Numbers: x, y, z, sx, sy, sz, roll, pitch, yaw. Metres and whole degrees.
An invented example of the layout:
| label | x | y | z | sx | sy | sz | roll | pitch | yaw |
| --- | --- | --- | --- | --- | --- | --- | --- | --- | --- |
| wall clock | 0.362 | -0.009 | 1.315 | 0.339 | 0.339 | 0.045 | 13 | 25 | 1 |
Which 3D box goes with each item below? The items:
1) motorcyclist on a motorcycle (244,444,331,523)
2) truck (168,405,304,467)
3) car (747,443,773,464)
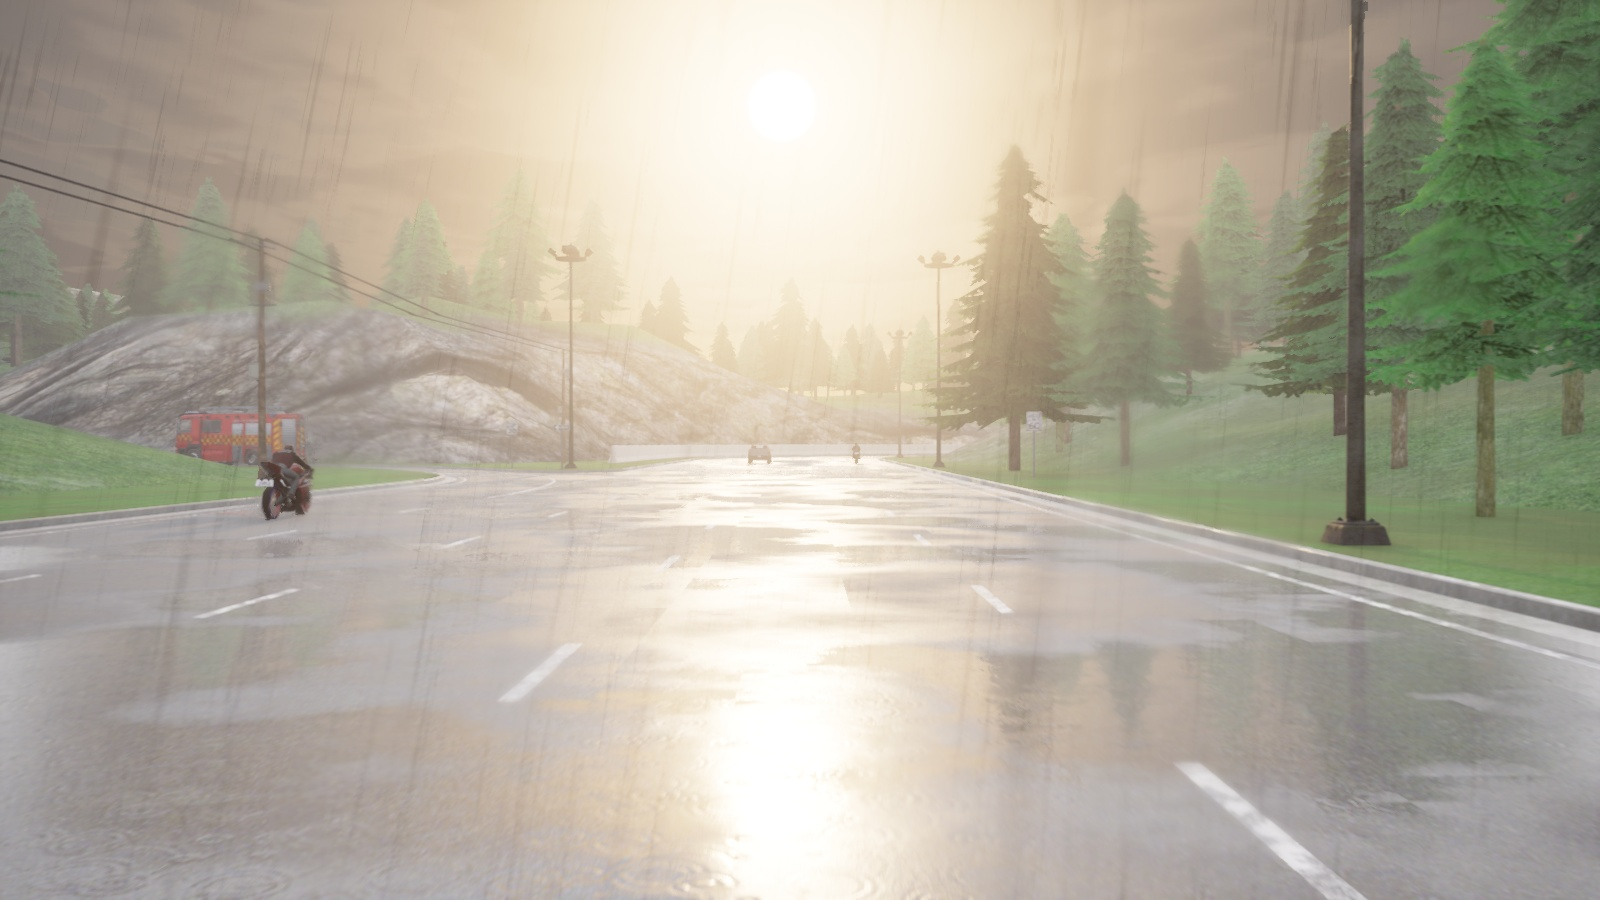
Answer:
| label | x | y | z | sx | sy | sz | roll | pitch | yaw |
| --- | --- | --- | --- | --- | --- | --- | --- | --- | --- |
| motorcyclist on a motorcycle | -10.340 | 0.637 | 25.421 | 0.866 | 1.530 | 2.191 | 0 | 0 | 0 |
| truck | -35.790 | -0.872 | 79.661 | 8.468 | 3.827 | 2.891 | 0 | 0 | 23 |
| car | -2.953 | 0.260 | 93.456 | 1.845 | 1.501 | 3.633 | 0 | 0 | 0 |
